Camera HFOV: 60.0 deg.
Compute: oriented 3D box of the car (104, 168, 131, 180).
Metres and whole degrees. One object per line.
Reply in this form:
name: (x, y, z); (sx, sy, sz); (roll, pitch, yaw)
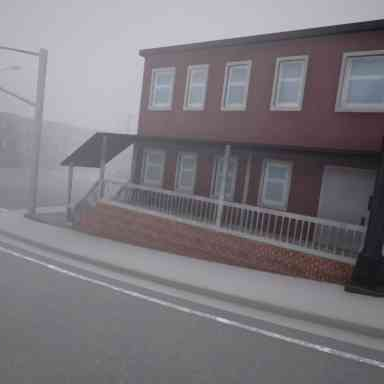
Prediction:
car: (-10.257, -2.657, 47.108); (2.097, 1.767, 4.553); (10, 6, 36)
